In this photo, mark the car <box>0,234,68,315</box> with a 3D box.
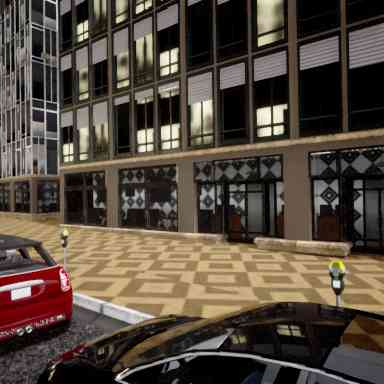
[{"bbox_3d":[-3.933,1.441,5.833,4.097,1.590,1.967,0,-1,37],"label":"car"}]

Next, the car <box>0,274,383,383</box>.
[{"bbox_3d":[0.642,1.566,2.454,4.313,1.339,1.947,0,-1,36],"label":"car"}]
